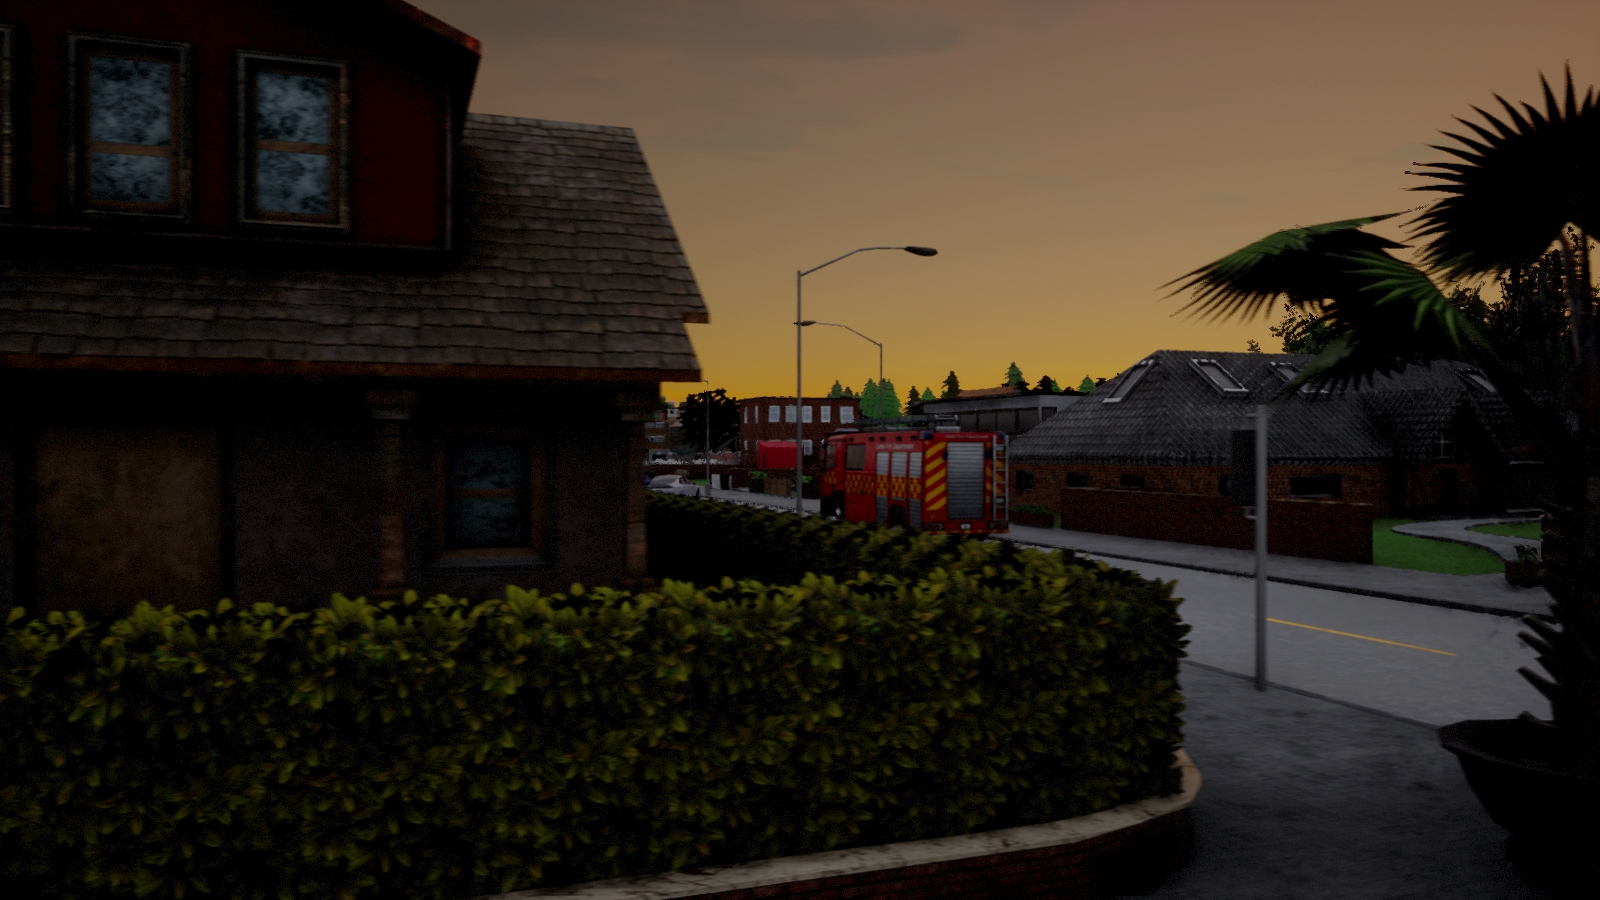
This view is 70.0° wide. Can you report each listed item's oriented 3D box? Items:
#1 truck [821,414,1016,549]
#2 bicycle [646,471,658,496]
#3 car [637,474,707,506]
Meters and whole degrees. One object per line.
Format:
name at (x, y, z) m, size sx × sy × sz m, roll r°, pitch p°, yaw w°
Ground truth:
truck at (3.543, 0.899, 36.984) m, size 2.891 × 3.827 × 8.468 m, roll 0°, pitch 0°, yaw -20°
bicycle at (-9.293, 2.079, 71.624) m, size 0.329 × 1.471 × 1.835 m, roll 0°, pitch 0°, yaw -20°
car at (-6.692, 2.076, 60.323) m, size 2.231 × 1.480 × 4.892 m, roll 0°, pitch 0°, yaw 12°
